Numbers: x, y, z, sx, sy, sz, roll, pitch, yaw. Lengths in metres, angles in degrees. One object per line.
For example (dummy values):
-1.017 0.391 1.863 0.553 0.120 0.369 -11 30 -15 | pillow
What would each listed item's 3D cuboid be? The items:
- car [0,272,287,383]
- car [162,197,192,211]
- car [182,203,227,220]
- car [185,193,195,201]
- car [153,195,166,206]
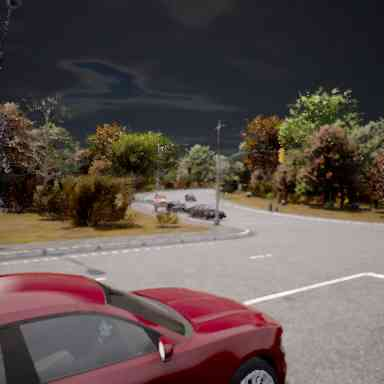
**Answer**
-1.287 1.480 2.829 5.008 1.535 1.882 0 0 -36 | car
-1.873 1.793 41.507 1.994 1.385 4.181 2 1 -19 | car
1.345 1.915 32.795 2.033 1.411 5.357 2 0 -26 | car
-0.412 0.994 67.615 2.033 1.411 5.357 2 2 -6 | car
-4.710 1.261 51.365 2.097 1.767 4.553 2 2 -14 | car
